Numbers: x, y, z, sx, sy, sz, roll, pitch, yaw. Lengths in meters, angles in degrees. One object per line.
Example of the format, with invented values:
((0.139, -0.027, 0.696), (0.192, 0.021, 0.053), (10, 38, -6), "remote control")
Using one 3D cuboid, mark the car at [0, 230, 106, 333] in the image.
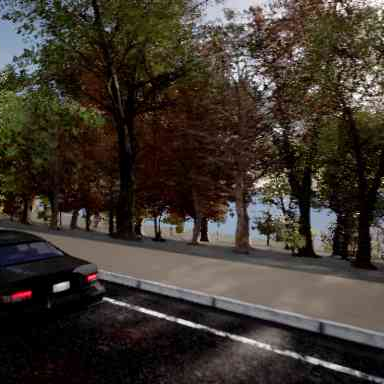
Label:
((-4.050, 1.479, 6.572), (5.357, 1.411, 2.033), (1, 0, 36), "car")
